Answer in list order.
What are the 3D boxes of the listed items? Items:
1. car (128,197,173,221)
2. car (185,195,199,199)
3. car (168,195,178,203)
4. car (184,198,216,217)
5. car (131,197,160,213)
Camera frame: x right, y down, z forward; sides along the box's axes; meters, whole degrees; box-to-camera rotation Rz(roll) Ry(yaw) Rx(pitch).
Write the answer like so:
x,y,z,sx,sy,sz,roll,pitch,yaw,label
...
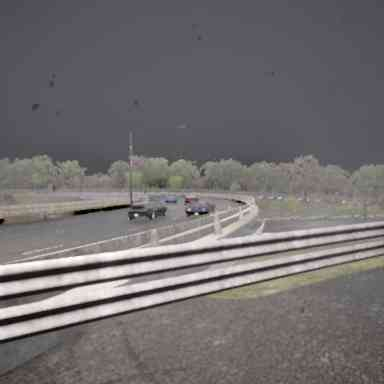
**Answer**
x,y,z,sx,sy,sz,roll,pitch,yaw,label
-3.366,1.372,26.154,1.837,1.490,4.892,0,0,15,car
-0.054,1.178,48.910,1.882,1.535,5.008,0,0,3,car
-3.550,1.240,57.472,1.994,1.385,4.181,0,0,-2,car
0.849,1.418,28.629,1.895,1.301,4.718,0,0,13,car
-4.906,1.347,35.775,1.812,1.442,4.674,0,0,10,car
